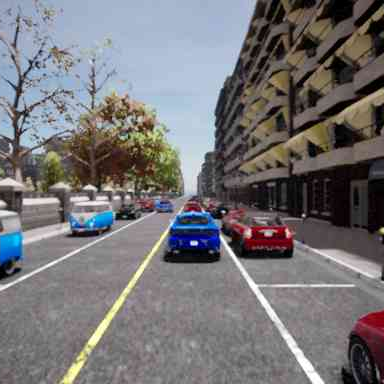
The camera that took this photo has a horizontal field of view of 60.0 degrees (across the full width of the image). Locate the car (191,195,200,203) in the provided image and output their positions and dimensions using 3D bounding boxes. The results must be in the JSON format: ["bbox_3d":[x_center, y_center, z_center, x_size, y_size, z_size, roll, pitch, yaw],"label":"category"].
[{"bbox_3d":[0.829,1.747,82.682,2.150,2.045,5.566,0,0,0],"label":"car"}]

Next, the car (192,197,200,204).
[{"bbox_3d":[0.835,1.984,76.649,1.837,1.490,4.892,0,0,0],"label":"car"}]

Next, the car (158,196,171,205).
[{"bbox_3d":[-5.750,1.746,69.886,2.192,1.841,5.009,0,0,0],"label":"car"}]

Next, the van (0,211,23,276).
[{"bbox_3d":[-5.696,1.387,7.951,1.690,1.788,3.998,0,0,0],"label":"van"}]

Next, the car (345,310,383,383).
[{"bbox_3d":[2.689,1.596,2.327,1.802,1.307,4.206,0,0,0],"label":"car"}]

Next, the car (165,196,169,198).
[{"bbox_3d":[-5.746,1.937,64.252,1.887,1.381,4.507,0,0,0],"label":"car"}]

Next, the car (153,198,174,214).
[{"bbox_3d":[-3.129,1.754,39.321,1.812,1.442,4.674,0,0,0],"label":"car"}]

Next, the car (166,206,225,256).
[{"bbox_3d":[0.072,1.554,13.444,1.882,1.535,5.008,0,0,0],"label":"car"}]

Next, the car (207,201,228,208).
[{"bbox_3d":[2.664,1.741,30.479,1.947,1.339,4.313,0,0,0],"label":"car"}]

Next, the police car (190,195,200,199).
[{"bbox_3d":[0.387,1.836,66.948,1.930,1.638,5.238,0,0,12],"label":"police car"}]

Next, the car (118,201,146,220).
[{"bbox_3d":[-5.716,1.740,30.472,1.947,1.339,4.313,0,0,0],"label":"car"}]

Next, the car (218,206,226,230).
[{"bbox_3d":[2.674,1.692,19.219,1.802,1.307,4.206,0,0,0],"label":"car"}]

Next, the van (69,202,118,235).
[{"bbox_3d":[-5.706,1.451,19.212,1.690,1.788,3.998,0,0,0],"label":"van"}]

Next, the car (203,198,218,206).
[{"bbox_3d":[2.654,1.684,41.739,1.967,1.590,4.097,0,0,0],"label":"car"}]

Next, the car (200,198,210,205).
[{"bbox_3d":[2.629,1.997,69.892,1.947,1.339,4.313,0,0,0],"label":"car"}]

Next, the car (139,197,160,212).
[{"bbox_3d":[-5.725,1.558,41.733,2.192,1.841,5.009,0,0,0],"label":"car"}]

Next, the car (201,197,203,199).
[{"bbox_3d":[2.645,1.843,53.170,1.752,1.417,4.829,0,0,0],"label":"car"}]

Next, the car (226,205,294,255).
[{"bbox_3d":[2.679,1.518,13.589,1.967,1.590,4.097,0,0,0],"label":"car"}]

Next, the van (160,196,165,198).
[{"bbox_3d":[-5.736,1.657,52.992,1.690,1.788,3.998,0,0,0],"label":"van"}]

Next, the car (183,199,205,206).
[{"bbox_3d":[0.066,1.720,33.740,1.812,1.442,4.674,0,0,0],"label":"car"}]
